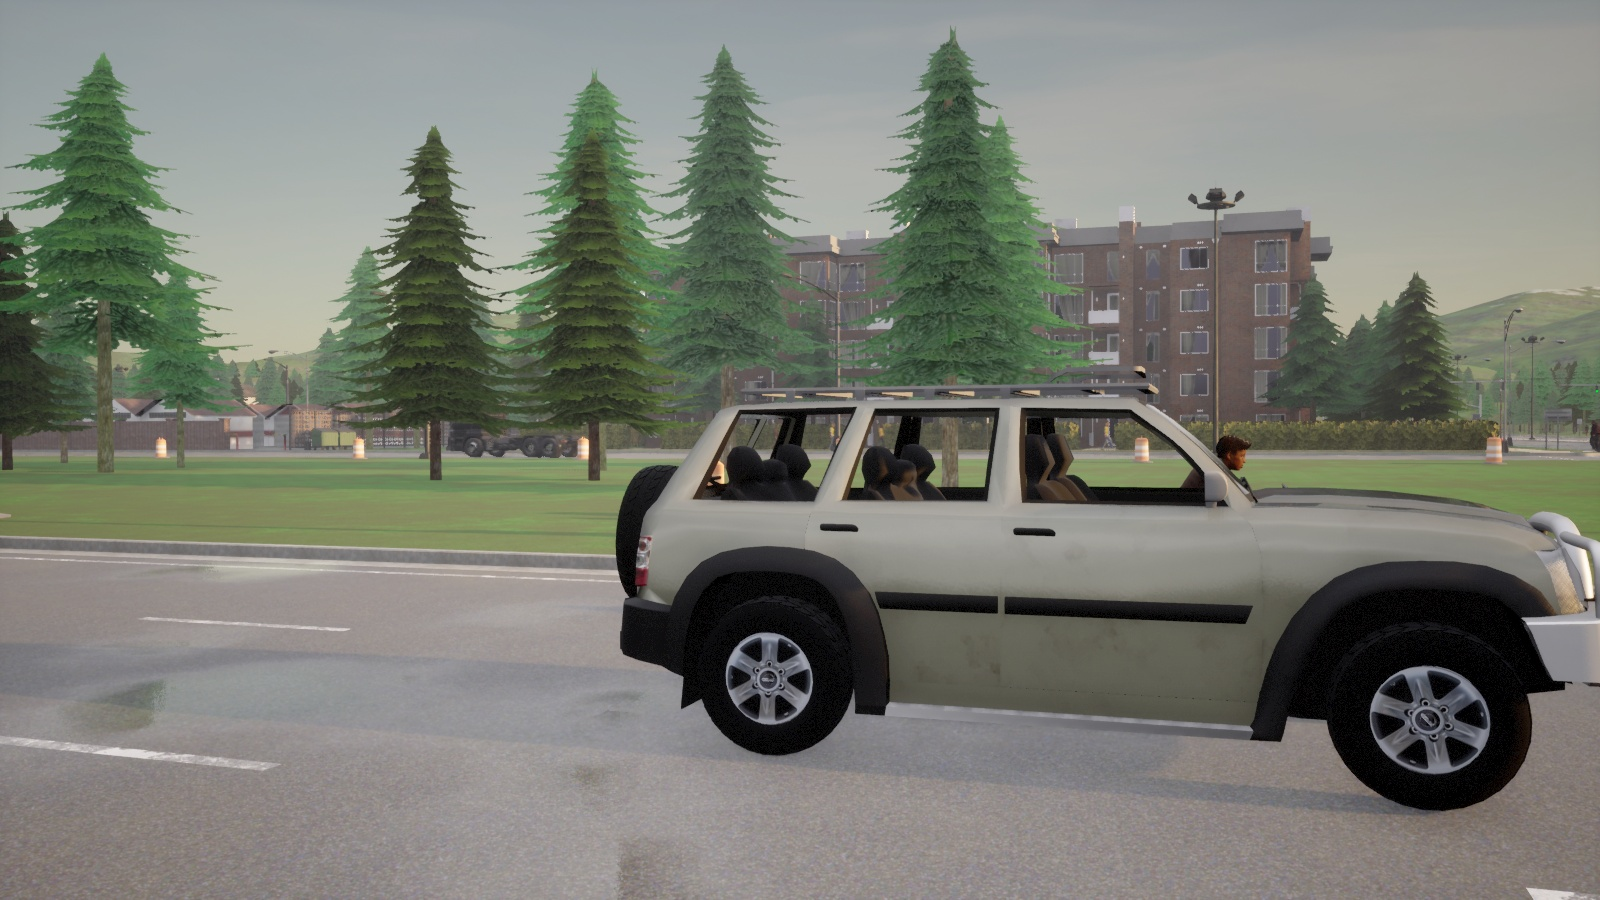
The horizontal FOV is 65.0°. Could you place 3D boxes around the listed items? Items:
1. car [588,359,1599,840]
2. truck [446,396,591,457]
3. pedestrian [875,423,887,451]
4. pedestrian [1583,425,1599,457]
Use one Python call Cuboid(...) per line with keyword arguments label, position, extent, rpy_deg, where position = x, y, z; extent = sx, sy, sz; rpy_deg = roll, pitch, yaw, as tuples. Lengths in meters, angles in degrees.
Cuboid(label="car", position=(1.444, 0.546, 6.396), extent=(4.605, 1.855, 1.932), rpy_deg=(1, 1, 18))
Cuboid(label="truck", position=(-16.483, -1.396, 73.641), extent=(7.936, 3.462, 2.891), rpy_deg=(1, 1, 19))
Cuboid(label="pedestrian", position=(5.512, -0.888, 85.215), extent=(0.726, 1.835, 0.370), rpy_deg=(1, 1, 19))
Cuboid(label="pedestrian", position=(45.083, -0.507, 71.293), extent=(0.899, 1.844, 0.634), rpy_deg=(0, 1, 13))
